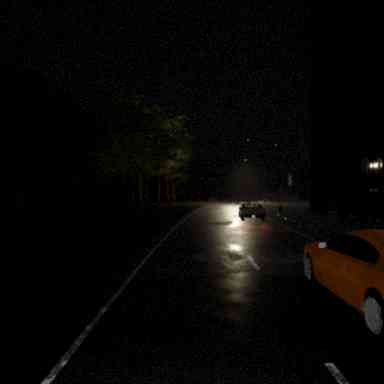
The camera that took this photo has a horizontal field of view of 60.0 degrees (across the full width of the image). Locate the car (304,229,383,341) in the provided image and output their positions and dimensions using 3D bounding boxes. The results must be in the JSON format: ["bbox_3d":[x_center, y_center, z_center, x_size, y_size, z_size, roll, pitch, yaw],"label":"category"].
[{"bbox_3d":[3.725,1.465,6.480,1.882,1.535,5.008,0,0,1],"label":"car"}]

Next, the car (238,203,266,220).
[{"bbox_3d":[4.822,1.560,27.282,1.895,1.301,4.718,0,0,5],"label":"car"}]
